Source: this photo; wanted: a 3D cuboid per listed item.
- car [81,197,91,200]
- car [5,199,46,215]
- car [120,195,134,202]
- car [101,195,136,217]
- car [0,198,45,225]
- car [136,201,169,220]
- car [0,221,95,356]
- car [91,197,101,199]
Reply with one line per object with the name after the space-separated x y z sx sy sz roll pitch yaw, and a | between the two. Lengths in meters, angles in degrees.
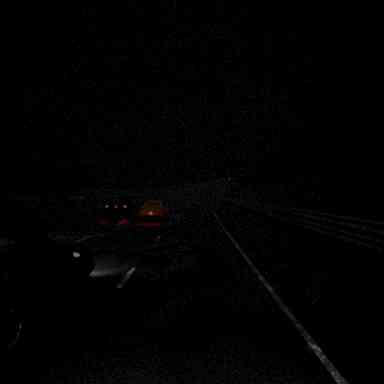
-22.242 1.648 71.486 1.895 1.301 4.718 0 0 3 | car
-17.028 1.510 34.219 1.994 1.385 4.181 0 0 2 | car
-14.920 1.512 76.329 1.837 1.490 4.892 0 0 4 | car
-6.437 1.309 30.542 2.097 1.767 4.553 0 0 2 | car
-6.822 1.193 10.881 2.150 2.045 5.566 0 0 1 | car
-3.019 1.439 27.437 1.882 1.535 5.008 0 0 1 | car
-3.367 1.531 5.943 2.033 1.411 5.357 0 0 0 | car
-18.873 1.631 69.241 1.994 1.385 4.181 0 0 3 | car
